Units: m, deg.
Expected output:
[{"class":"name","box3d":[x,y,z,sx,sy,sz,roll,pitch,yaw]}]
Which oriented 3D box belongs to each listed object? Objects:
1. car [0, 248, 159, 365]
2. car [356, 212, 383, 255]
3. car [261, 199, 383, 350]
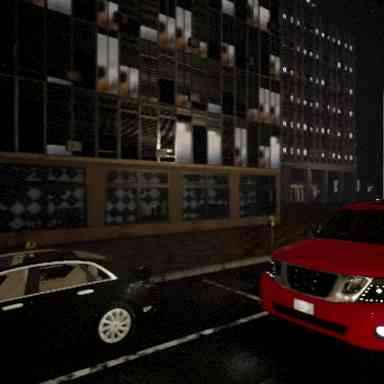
[{"class":"car","box3d":[-2.579,1.553,4.671,4.403,1.369,2.008,-1,1,-36]},{"class":"car","box3d":[8.266,1.466,12.549,4.313,1.339,1.947,-1,1,-36]},{"class":"car","box3d":[3.748,1.177,6.093,5.566,2.045,2.150,0,0,-36]}]
